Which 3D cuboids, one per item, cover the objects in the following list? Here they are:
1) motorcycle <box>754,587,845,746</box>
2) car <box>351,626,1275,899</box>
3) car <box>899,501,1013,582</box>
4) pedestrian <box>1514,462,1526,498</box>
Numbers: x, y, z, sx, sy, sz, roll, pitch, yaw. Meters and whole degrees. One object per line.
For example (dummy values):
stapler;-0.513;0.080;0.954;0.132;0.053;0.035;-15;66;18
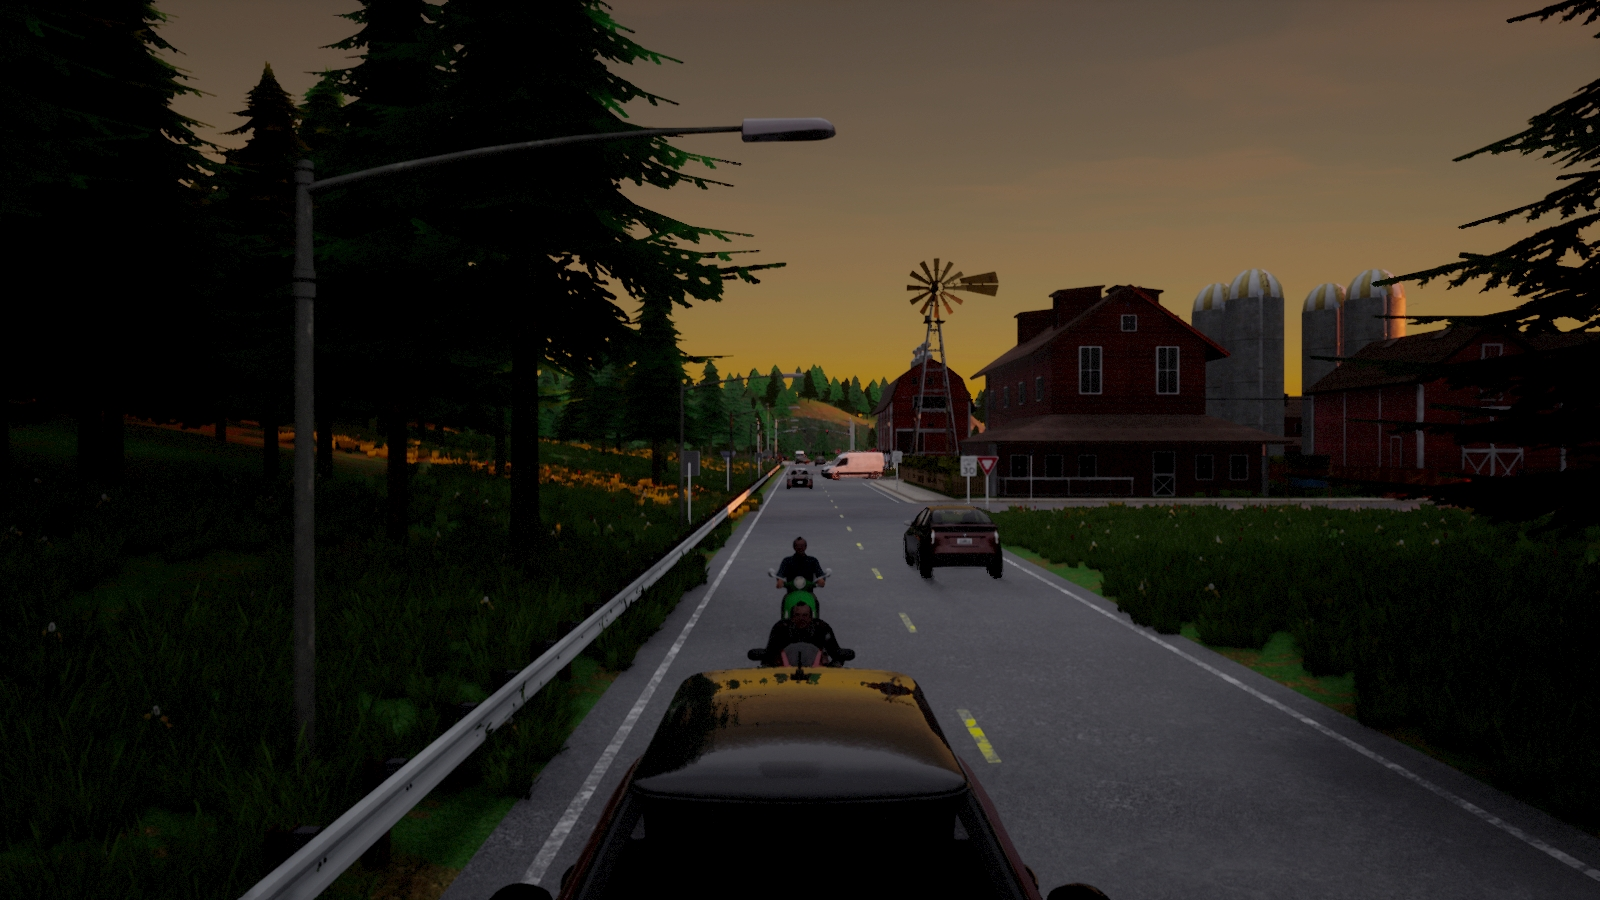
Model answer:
motorcycle;-0.002;2.201;12.016;0.867;1.251;2.209;0;0;0
car;0.029;1.904;4.357;2.097;1.767;4.553;0;0;0
car;3.494;2.032;26.399;2.007;1.525;4.514;0;0;0
pedestrian;36.846;1.539;58.448;0.375;1.860;0.375;0;0;-8
